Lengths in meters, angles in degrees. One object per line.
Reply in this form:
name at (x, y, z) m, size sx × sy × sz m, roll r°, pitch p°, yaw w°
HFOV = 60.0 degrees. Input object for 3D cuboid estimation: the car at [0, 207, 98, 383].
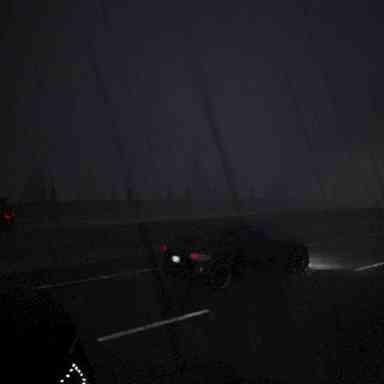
car at (-3.249, 1.234, 1.428) m, size 5.566 × 2.045 × 2.150 m, roll 0°, pitch 0°, yaw -36°

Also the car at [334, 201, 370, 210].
car at (18.857, 1.736, 38.928) m, size 5.357 × 1.411 × 2.033 m, roll 4°, pitch -2°, yaw -35°

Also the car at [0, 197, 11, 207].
car at (-10.399, 1.225, 13.771) m, size 5.566 × 2.045 × 2.150 m, roll 0°, pitch 0°, yaw -36°

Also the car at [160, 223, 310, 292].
car at (1.251, 1.525, 8.941) m, size 4.181 × 1.385 × 1.994 m, roll 0°, pitch 0°, yaw -35°
